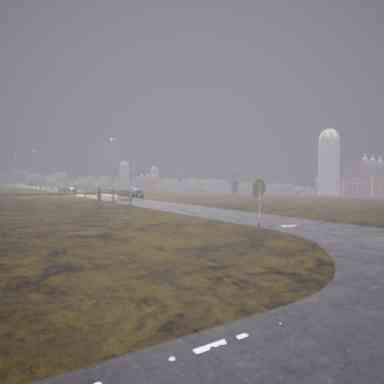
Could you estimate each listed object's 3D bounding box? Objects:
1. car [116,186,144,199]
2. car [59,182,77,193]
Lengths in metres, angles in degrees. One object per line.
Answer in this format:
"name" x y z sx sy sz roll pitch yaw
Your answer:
"car" -7.211 0.079 38.778 1.812 1.442 4.674 1 1 -36
"car" -18.707 -0.697 49.933 2.128 1.511 4.902 2 2 -36
